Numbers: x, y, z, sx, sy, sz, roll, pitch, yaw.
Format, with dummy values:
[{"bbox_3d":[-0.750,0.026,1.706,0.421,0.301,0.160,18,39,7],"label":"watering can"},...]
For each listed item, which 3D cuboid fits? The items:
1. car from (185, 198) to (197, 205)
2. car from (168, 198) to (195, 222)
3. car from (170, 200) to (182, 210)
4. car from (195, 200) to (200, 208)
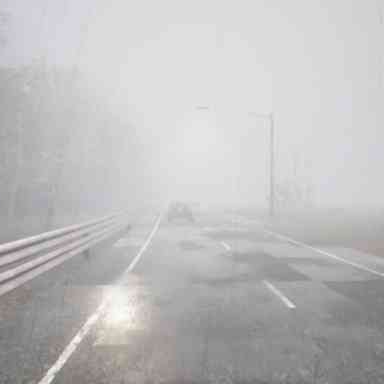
[{"bbox_3d":[-0.259,2.032,70.494,2.033,1.411,5.357,0,-1,-4],"label":"car"},{"bbox_3d":[-1.106,1.645,29.924,2.097,1.767,4.553,0,0,-4],"label":"car"},{"bbox_3d":[-2.631,2.020,54.128,1.837,1.490,4.892,0,-1,-4],"label":"car"},{"bbox_3d":[0.400,2.114,60.090,2.033,1.411,5.357,0,-1,-4],"label":"car"}]
